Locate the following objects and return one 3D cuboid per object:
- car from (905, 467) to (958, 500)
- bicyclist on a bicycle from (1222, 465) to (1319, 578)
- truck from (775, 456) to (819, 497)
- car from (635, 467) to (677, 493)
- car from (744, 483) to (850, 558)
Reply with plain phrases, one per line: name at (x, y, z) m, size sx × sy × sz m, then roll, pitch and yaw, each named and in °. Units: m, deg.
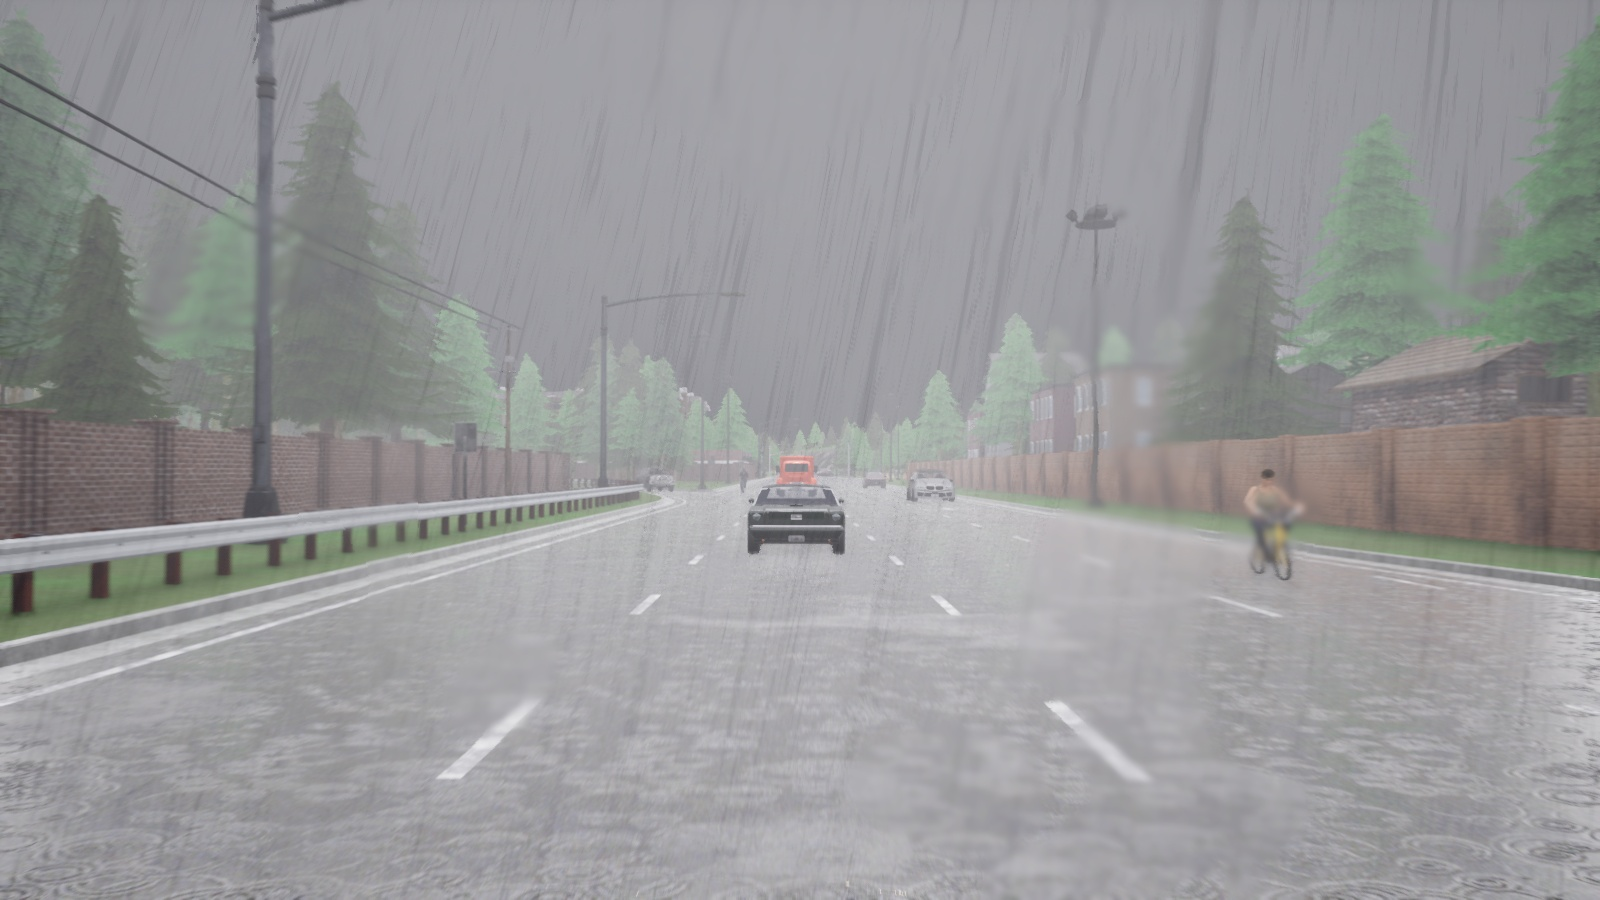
car at (6.839, 1.726, 65.730) m, size 2.242 × 1.667 × 4.611 m, roll 0°, pitch -1°, yaw 0°
bicyclist on a bicycle at (6.958, 1.034, 18.665) m, size 0.866 × 1.612 × 1.509 m, roll 0°, pitch -1°, yaw 0°
truck at (-0.192, 1.620, 77.549) m, size 2.627 × 2.467 × 5.204 m, roll 0°, pitch -1°, yaw 0°
car at (-10.622, 2.212, 92.367) m, size 1.932 × 1.855 × 4.605 m, roll 0°, pitch -1°, yaw -22°
car at (-0.061, 1.331, 24.981) m, size 1.895 × 1.301 × 4.718 m, roll 0°, pitch -1°, yaw 0°
